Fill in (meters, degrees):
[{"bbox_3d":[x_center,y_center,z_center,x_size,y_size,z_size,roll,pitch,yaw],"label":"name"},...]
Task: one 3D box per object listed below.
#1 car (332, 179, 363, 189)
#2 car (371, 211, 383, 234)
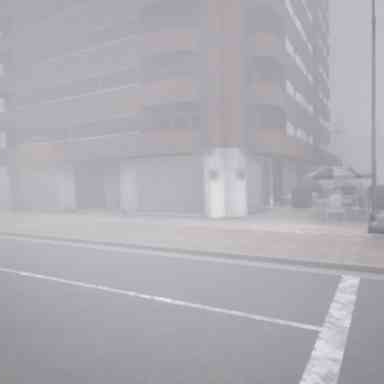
[{"bbox_3d":[24.013,-1.235,51.667,2.097,1.767,4.553,-3,3,-33],"label":"car"},{"bbox_3d":[7.871,0.854,9.486,4.718,1.301,1.895,1,4,44],"label":"car"}]
